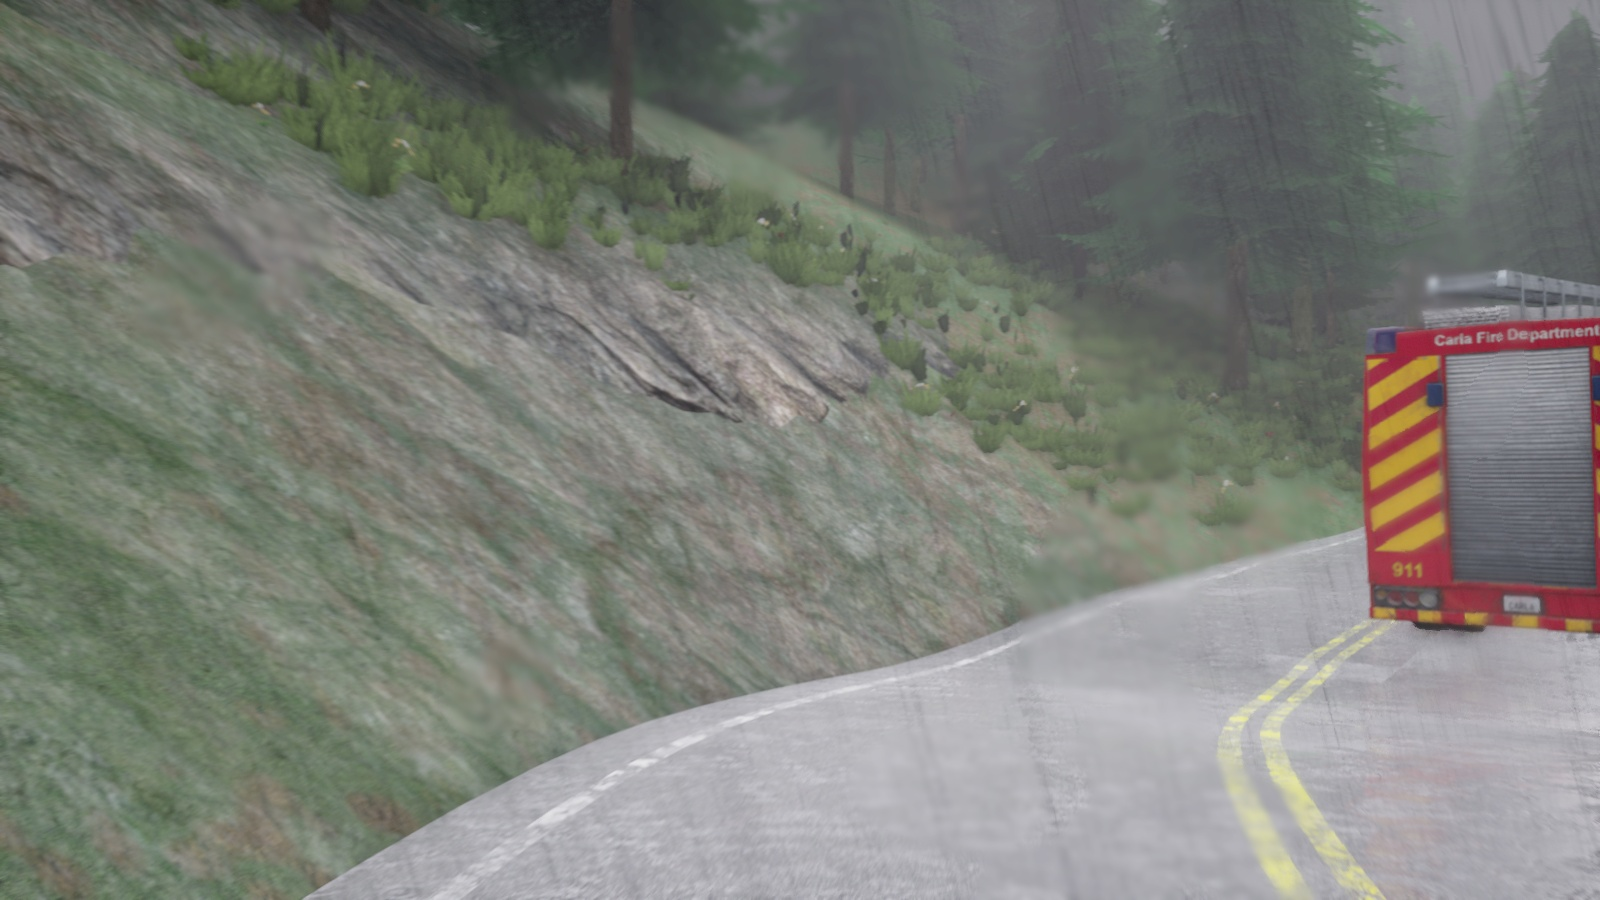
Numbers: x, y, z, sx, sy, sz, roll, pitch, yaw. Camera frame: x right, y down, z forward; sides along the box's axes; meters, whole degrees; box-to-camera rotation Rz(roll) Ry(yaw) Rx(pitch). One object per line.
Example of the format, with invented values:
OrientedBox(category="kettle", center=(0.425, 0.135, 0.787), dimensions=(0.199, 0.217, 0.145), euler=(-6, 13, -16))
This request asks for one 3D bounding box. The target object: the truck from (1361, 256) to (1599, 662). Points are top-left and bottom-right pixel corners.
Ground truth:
OrientedBox(category="truck", center=(9.813, -0.199, 15.392), dimensions=(2.891, 3.827, 8.468), euler=(-2, 3, 41))
